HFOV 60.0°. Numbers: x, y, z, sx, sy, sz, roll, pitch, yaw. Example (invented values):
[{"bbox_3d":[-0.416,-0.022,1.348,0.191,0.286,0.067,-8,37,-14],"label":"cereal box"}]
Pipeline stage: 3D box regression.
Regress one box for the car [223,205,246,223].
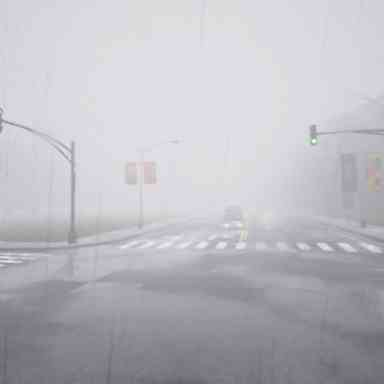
[{"bbox_3d":[4.880,2.632,39.081,2.150,2.045,5.566,-1,-1,10],"label":"car"}]
